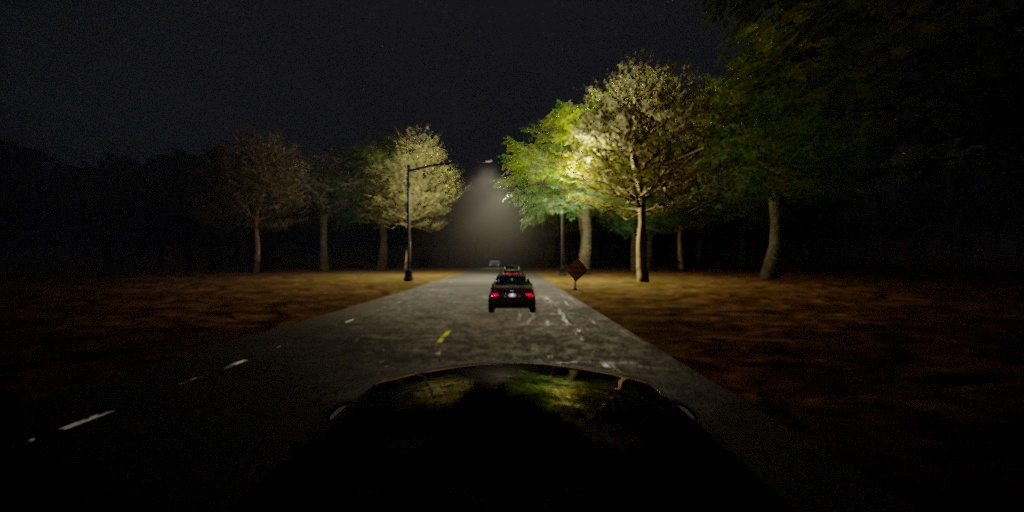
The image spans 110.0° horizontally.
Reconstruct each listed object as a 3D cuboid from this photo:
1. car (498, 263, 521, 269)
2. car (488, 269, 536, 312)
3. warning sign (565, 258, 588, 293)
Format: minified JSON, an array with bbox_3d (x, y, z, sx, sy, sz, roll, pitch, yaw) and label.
[{"bbox_3d":[0.007,1.510,30.283,1.837,1.490,4.892,0,0,0],"label":"car"},{"bbox_3d":[0.003,1.427,14.925,2.033,1.411,5.357,0,-1,0],"label":"car"},{"bbox_3d":[3.552,1.045,20.190,1.300,1.860,1.060,0,0,0],"label":"warning sign"}]
